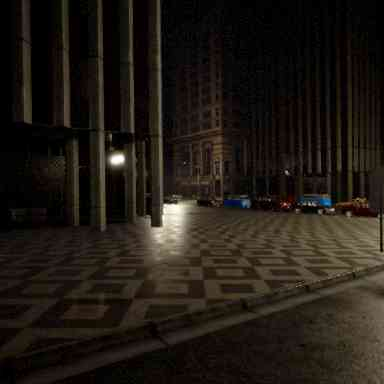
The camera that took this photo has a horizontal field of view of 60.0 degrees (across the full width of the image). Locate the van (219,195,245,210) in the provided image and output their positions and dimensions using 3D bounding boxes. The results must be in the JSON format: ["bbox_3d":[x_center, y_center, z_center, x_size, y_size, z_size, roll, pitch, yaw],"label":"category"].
[{"bbox_3d":[5.653,1.294,42.342,1.690,1.788,3.998,-1,1,-36],"label":"van"}]

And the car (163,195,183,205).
[{"bbox_3d":[-4.035,1.439,55.793,2.008,1.369,4.403,-1,1,-36],"label":"car"}]

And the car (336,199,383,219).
[{"bbox_3d":[15.345,1.567,28.895,1.887,1.381,4.507,-1,1,-36],"label":"car"}]

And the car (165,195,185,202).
[{"bbox_3d":[-3.554,1.257,69.737,2.008,1.369,4.403,-1,1,-36],"label":"car"}]

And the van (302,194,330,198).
[{"bbox_3d":[15.812,1.178,42.832,1.690,1.788,3.998,-1,1,-36],"label":"van"}]

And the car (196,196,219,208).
[{"bbox_3d":[2.425,1.371,46.825,1.967,1.590,4.097,-1,1,-36],"label":"car"}]

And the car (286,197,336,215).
[{"bbox_3d":[12.115,1.549,33.378,2.008,1.369,4.403,-1,1,-36],"label":"car"}]

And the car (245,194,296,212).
[{"bbox_3d":[8.883,1.290,37.858,2.192,1.841,5.009,-1,1,-36],"label":"car"}]

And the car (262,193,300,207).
[{"bbox_3d":[12.583,1.130,47.316,2.192,1.841,5.009,-1,1,-36],"label":"car"}]

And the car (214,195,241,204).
[{"bbox_3d":[6.030,1.296,56.423,1.752,1.417,4.829,-1,1,-36],"label":"car"}]
